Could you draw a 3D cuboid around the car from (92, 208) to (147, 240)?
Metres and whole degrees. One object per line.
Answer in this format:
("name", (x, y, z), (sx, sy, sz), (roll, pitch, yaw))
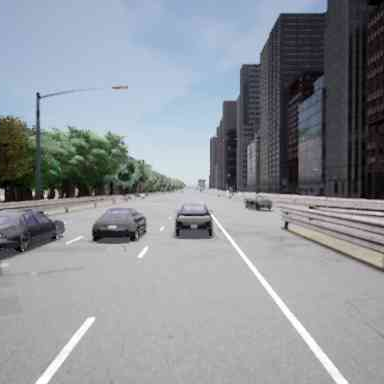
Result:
("car", (-3.398, 1.459, 16.220), (1.994, 1.385, 4.181), (0, 0, 0))

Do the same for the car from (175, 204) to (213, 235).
("car", (0.100, 1.376, 17.865), (2.128, 1.511, 4.902), (0, 0, 0))

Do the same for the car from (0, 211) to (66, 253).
("car", (-6.902, 1.461, 13.288), (2.033, 1.411, 5.357), (0, 0, 0))

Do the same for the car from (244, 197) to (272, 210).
("car", (7.499, 1.274, 38.135), (2.128, 1.511, 4.902), (0, 0, -10))
